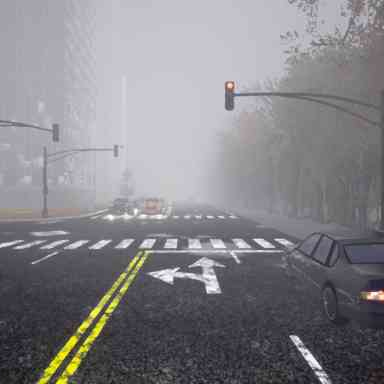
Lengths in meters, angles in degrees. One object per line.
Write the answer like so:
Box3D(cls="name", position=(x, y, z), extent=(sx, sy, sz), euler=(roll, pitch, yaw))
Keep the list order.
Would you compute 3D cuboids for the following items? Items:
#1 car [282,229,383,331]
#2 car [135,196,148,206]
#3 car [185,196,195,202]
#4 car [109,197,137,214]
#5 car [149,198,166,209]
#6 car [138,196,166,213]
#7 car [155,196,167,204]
Box3D(cls="car", position=(3.312, 1.507, 6.998), extent=(2.033, 1.411, 5.357), euler=(-2, -2, 3))
Box3D(cls="car", position=(-8.771, 1.503, 58.329), extent=(1.882, 1.535, 5.008), euler=(0, 0, -4))
Box3D(cls="car", position=(-0.402, 1.570, 77.530), extent=(2.128, 1.511, 4.902), euler=(0, 0, -5))
Box3D(cls="car", position=(-7.519, 1.363, 35.782), extent=(2.097, 1.767, 4.553), euler=(0, 0, -3))
Box3D(cls="car", position=(-4.836, 1.564, 47.208), extent=(2.033, 1.411, 5.357), euler=(0, 0, -3))
Box3D(cls="car", position=(-4.285, 1.363, 36.184), extent=(2.097, 1.767, 4.553), euler=(0, 0, -3))
Box3D(cls="car", position=(-5.846, 1.577, 63.618), extent=(2.033, 1.411, 5.357), euler=(0, 0, -4))
